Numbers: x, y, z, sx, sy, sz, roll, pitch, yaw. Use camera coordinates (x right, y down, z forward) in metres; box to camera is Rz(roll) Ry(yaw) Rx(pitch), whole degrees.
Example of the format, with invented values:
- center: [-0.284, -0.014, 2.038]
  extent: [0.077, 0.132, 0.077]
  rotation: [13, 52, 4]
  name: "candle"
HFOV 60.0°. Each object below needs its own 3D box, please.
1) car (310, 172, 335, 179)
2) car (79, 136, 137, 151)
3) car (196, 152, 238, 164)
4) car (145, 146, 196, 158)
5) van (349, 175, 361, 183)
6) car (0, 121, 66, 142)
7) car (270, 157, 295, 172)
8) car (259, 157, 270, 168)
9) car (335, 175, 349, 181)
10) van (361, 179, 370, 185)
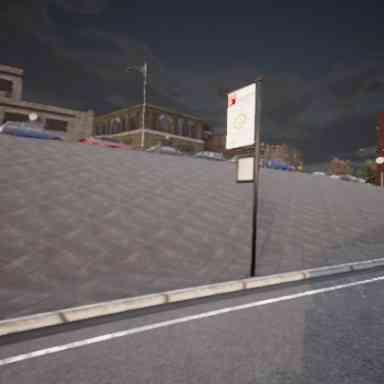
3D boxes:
- center: [18.548, -2.189, 48.617]
  extent: [4.674, 1.452, 2.002]
  rotation: [4, -2, -43]
  name: "car"
- center: [-6.758, -3.645, 27.161]
  extent: [4.792, 1.488, 2.163]
  rotation: [3, -1, -36]
  name: "car"
- center: [1.879, -3.262, 33.866]
  extent: [4.892, 1.521, 2.231]
  rotation: [3, -1, -38]
  name: "car"
- center: [-2.365, -3.427, 30.497]
  extent: [4.674, 1.452, 2.002]
  rotation: [3, -1, -37]
  name: "car"
- center: [26.498, -1.807, 56.522]
  extent: [1.878, 1.987, 4.442]
  rotation: [1, -3, 45]
  name: "van"
- center: [-11.376, -4.016, 23.789]
  extent: [4.553, 1.767, 2.185]
  rotation: [3, -1, -35]
  name: "car"
- center: [10.463, -3.035, 41.131]
  extent: [5.566, 2.045, 2.435]
  rotation: [3, -2, -41]
  name: "car"
- center: [6.214, -3.159, 37.468]
  extent: [4.553, 1.767, 2.185]
  rotation: [3, -1, -40]
  name: "car"
- center: [22.500, -1.880, 52.491]
  extent: [4.674, 1.452, 2.002]
  rotation: [5, -2, -45]
  name: "car"
- center: [30.287, -1.456, 60.547]
  extent: [1.878, 1.987, 4.442]
  rotation: [1, -3, 44]
  name: "van"
